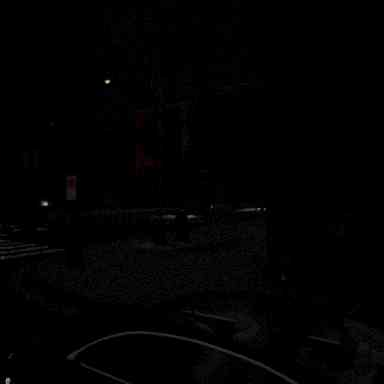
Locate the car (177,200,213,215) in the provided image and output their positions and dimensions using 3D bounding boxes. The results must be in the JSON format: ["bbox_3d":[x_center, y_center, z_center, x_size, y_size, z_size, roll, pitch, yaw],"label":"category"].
[{"bbox_3d":[0.386,1.631,35.549,1.837,1.490,4.892,0,0,35],"label":"car"}]

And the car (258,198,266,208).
[{"bbox_3d":[11.890,1.678,51.716,2.128,1.511,4.902,0,0,35],"label":"car"}]

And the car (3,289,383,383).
[{"bbox_3d":[0.126,1.556,2.756,4.403,1.369,2.008,0,0,35],"label":"car"}]
